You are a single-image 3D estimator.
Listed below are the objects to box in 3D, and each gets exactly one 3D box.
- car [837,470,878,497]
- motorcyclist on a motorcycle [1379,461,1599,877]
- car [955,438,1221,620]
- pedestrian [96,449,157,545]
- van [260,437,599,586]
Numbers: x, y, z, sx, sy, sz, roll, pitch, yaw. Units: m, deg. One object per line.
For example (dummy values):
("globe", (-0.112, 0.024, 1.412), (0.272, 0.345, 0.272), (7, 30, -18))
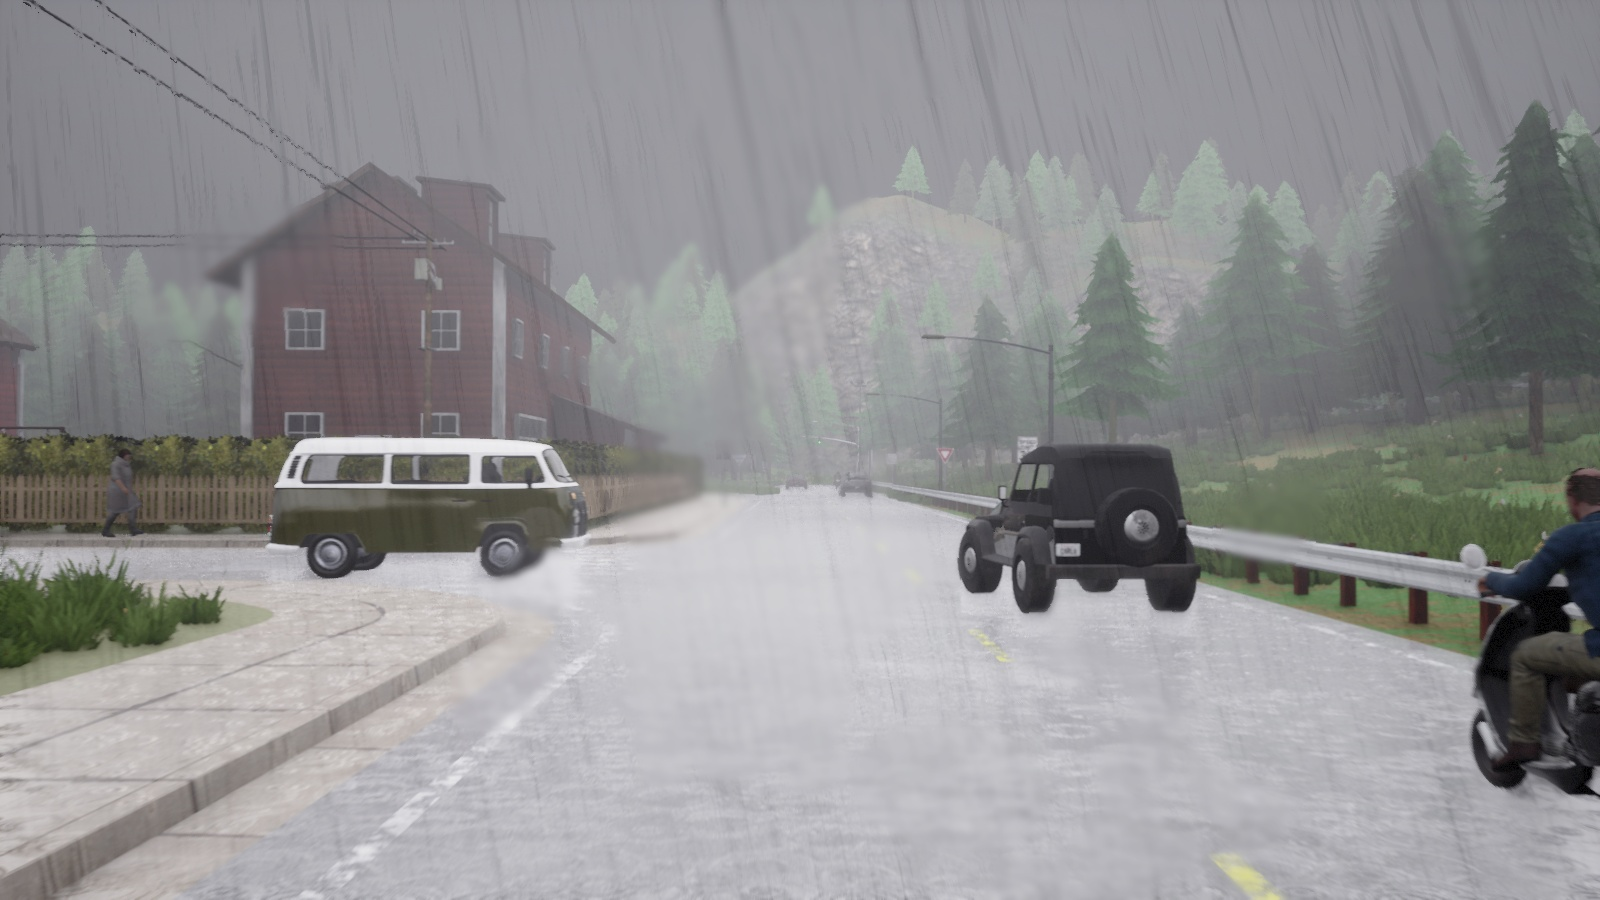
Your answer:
("car", (3.326, 1.970, 73.518), (2.128, 1.511, 4.902), (0, -1, 0))
("motorcyclist on a motorcycle", (3.486, 0.849, 5.685), (0.866, 1.590, 1.817), (0, -1, 0))
("car", (3.254, 0.849, 15.028), (1.905, 1.878, 3.866), (0, -1, -7))
("pedestrian", (-13.792, 0.956, 25.738), (0.873, 1.952, 0.659), (0, -1, 3))
("van", (-5.378, 0.877, 18.737), (4.480, 2.038, 2.069), (-1, -1, -3))
